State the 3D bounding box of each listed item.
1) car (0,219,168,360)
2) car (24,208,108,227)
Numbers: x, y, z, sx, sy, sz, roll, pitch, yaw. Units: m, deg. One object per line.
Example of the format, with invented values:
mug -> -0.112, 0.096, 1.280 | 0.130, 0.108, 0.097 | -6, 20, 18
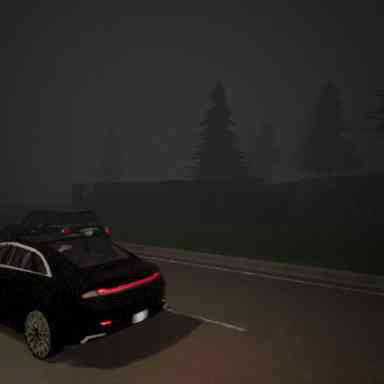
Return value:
car -> -2.674, 1.499, 5.987 | 4.902, 1.511, 2.128 | 0, 0, 36
car -> -5.046, 1.367, 12.018 | 4.553, 1.767, 2.097 | 0, 0, 36
